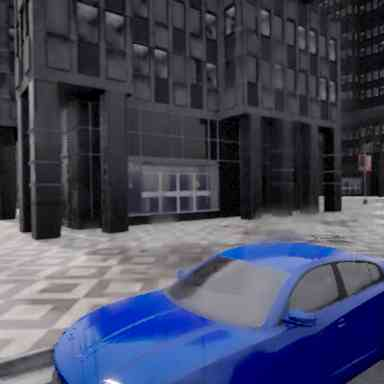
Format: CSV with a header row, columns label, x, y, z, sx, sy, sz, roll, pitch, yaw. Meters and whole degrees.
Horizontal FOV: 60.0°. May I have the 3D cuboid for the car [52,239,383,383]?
label,x,y,z,sx,sy,sz,roll,pitch,yaw
car,0.964,1.431,4.087,5.008,1.535,1.882,-1,1,-36
